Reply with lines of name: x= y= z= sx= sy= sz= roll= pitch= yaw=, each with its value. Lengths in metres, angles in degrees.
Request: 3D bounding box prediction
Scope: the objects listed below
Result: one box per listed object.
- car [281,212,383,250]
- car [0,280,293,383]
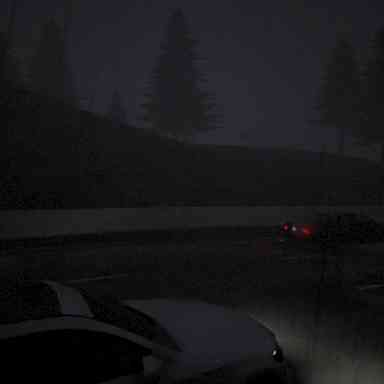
car: x=6.564 y=1.581 z=14.326 sx=5.357 sy=1.411 sz=2.033 roll=1 pitch=0 yaw=-18
car: x=-1.233 y=1.504 z=2.646 sx=4.674 sy=1.442 sz=1.812 roll=1 pitch=0 yaw=-34
